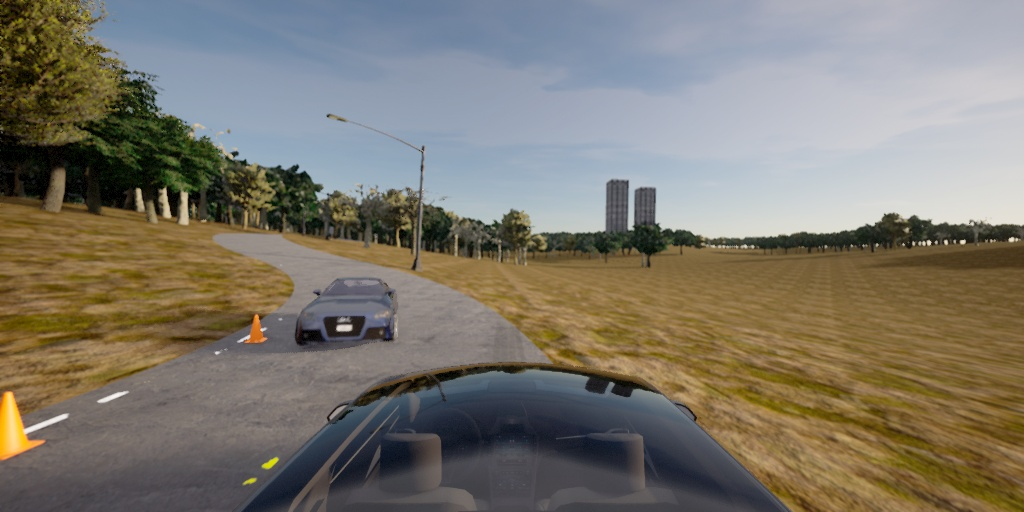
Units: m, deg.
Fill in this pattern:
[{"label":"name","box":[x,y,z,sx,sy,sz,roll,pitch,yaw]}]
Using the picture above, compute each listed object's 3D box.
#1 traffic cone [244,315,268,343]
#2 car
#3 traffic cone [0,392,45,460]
[{"label":"traffic cone","box":[-5.806,1.627,8.135,0.340,0.580,0.340,0,0,-13]},{"label":"car","box":[-3.997,1.251,9.294,1.994,1.385,4.181,1,1,-16]},{"label":"traffic cone","box":[-5.060,1.661,3.590,0.340,0.580,0.340,0,0,-5]}]
